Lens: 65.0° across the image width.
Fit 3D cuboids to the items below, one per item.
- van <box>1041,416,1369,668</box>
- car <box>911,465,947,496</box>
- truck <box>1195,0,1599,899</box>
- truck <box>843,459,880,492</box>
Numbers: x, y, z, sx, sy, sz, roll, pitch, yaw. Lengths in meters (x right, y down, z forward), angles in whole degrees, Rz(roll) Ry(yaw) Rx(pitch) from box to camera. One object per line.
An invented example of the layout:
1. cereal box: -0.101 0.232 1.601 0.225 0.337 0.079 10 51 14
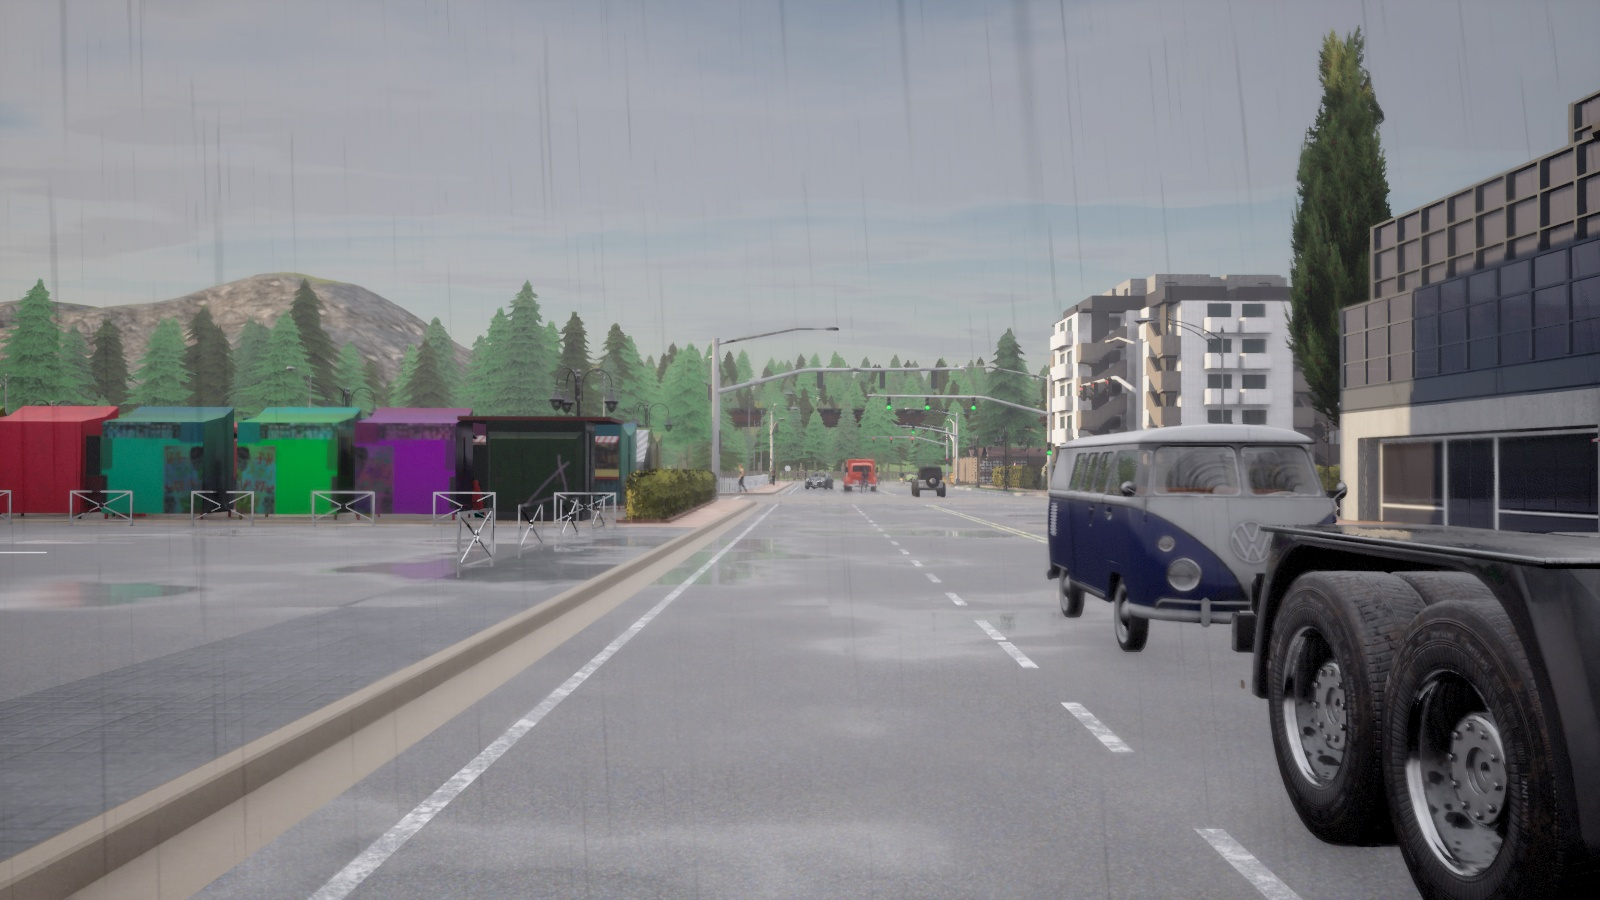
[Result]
1. van: 3.632 0.754 12.159 1.775 1.987 4.442 0 -1 1
2. car: 7.977 1.886 78.063 1.905 1.878 3.866 0 -1 1
3. truck: 3.522 -0.137 2.678 2.891 3.462 7.936 0 -1 1
4. truck: 4.721 1.936 97.141 2.627 2.467 5.204 0 -1 1
